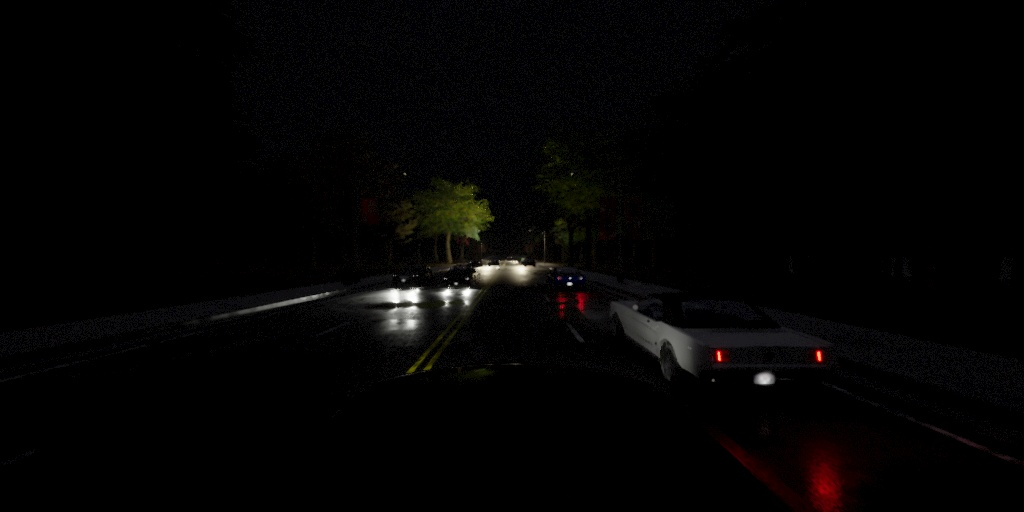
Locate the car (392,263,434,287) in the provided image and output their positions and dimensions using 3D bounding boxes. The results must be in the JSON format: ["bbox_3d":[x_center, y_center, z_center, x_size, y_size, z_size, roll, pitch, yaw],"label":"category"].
[{"bbox_3d":[-6.587,1.214,24.236,2.128,1.511,4.902,0,0,0],"label":"car"}]

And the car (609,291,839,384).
[{"bbox_3d":[3.352,1.340,6.975,1.895,1.301,4.718,0,0,0],"label":"car"}]

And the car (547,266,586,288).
[{"bbox_3d":[3.358,1.323,23.000,1.895,1.301,4.718,0,0,0],"label":"car"}]

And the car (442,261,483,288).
[{"bbox_3d":[-3.341,1.270,24.082,2.033,1.411,5.357,0,0,0],"label":"car"}]

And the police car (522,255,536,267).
[{"bbox_3d":[3.229,1.129,64.509,1.930,1.638,5.238,0,0,0],"label":"police car"}]
